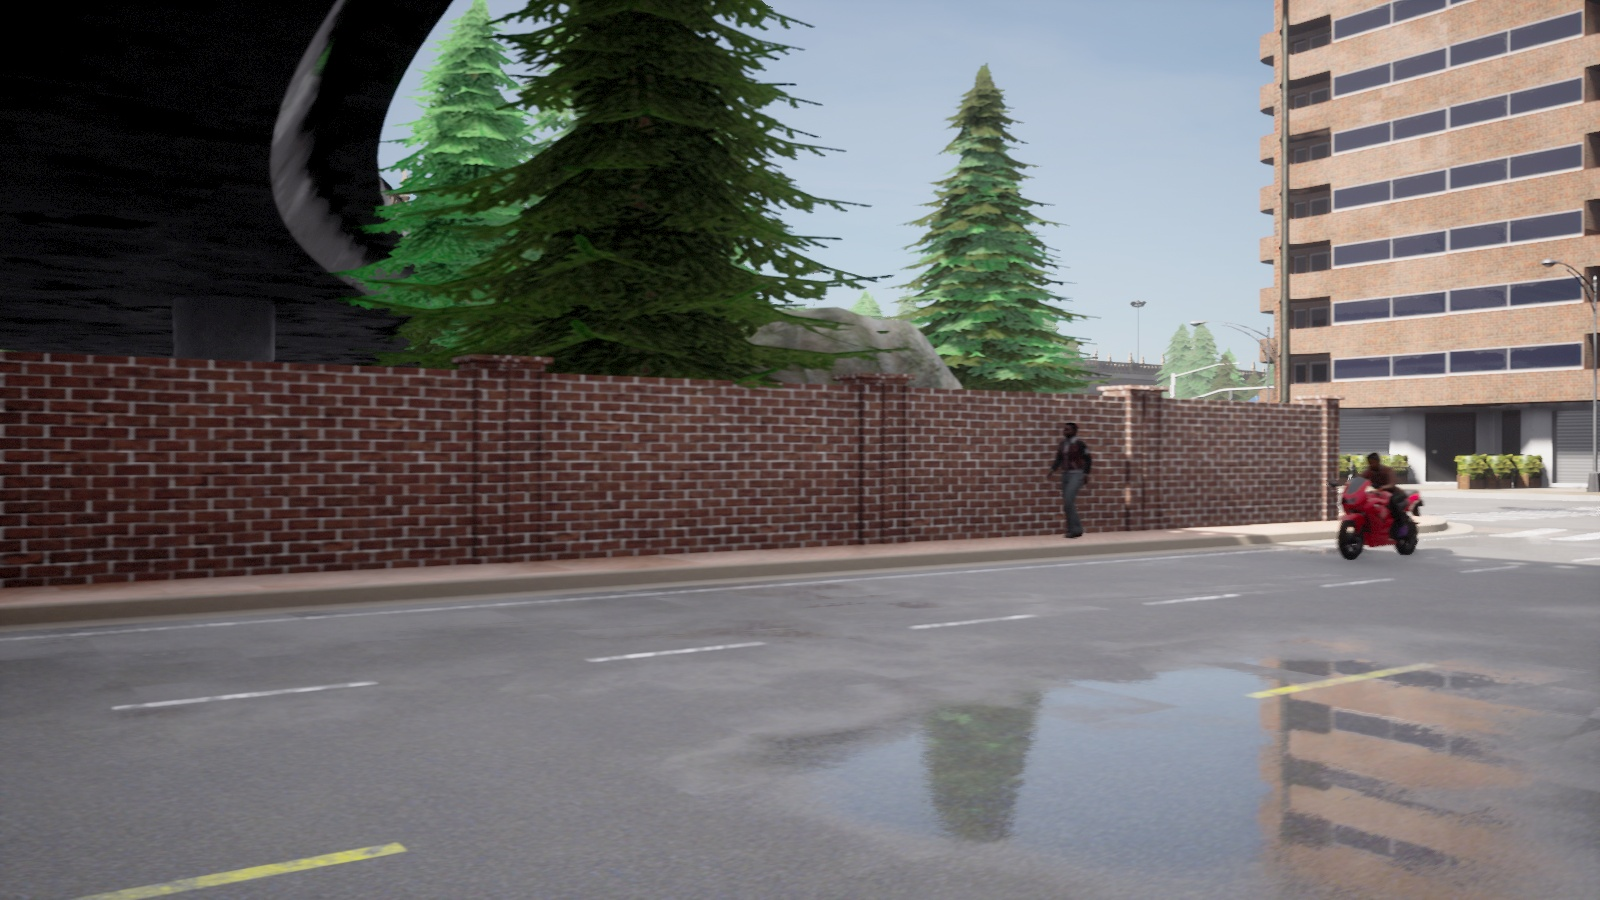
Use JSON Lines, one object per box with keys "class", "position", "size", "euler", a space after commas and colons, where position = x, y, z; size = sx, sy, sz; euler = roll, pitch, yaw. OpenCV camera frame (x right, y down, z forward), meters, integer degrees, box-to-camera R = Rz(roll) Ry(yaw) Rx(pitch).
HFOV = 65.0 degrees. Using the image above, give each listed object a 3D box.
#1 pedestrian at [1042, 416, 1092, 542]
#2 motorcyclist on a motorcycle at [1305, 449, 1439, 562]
{"class": "pedestrian", "position": [4.149, 0.442, 19.521], "size": [0.666, 1.930, 0.402], "euler": [0, 0, -34]}
{"class": "motorcyclist on a motorcycle", "position": [8.135, 0.753, 17.844], "size": [2.044, 1.523, 0.797], "euler": [0, 0, -35]}
